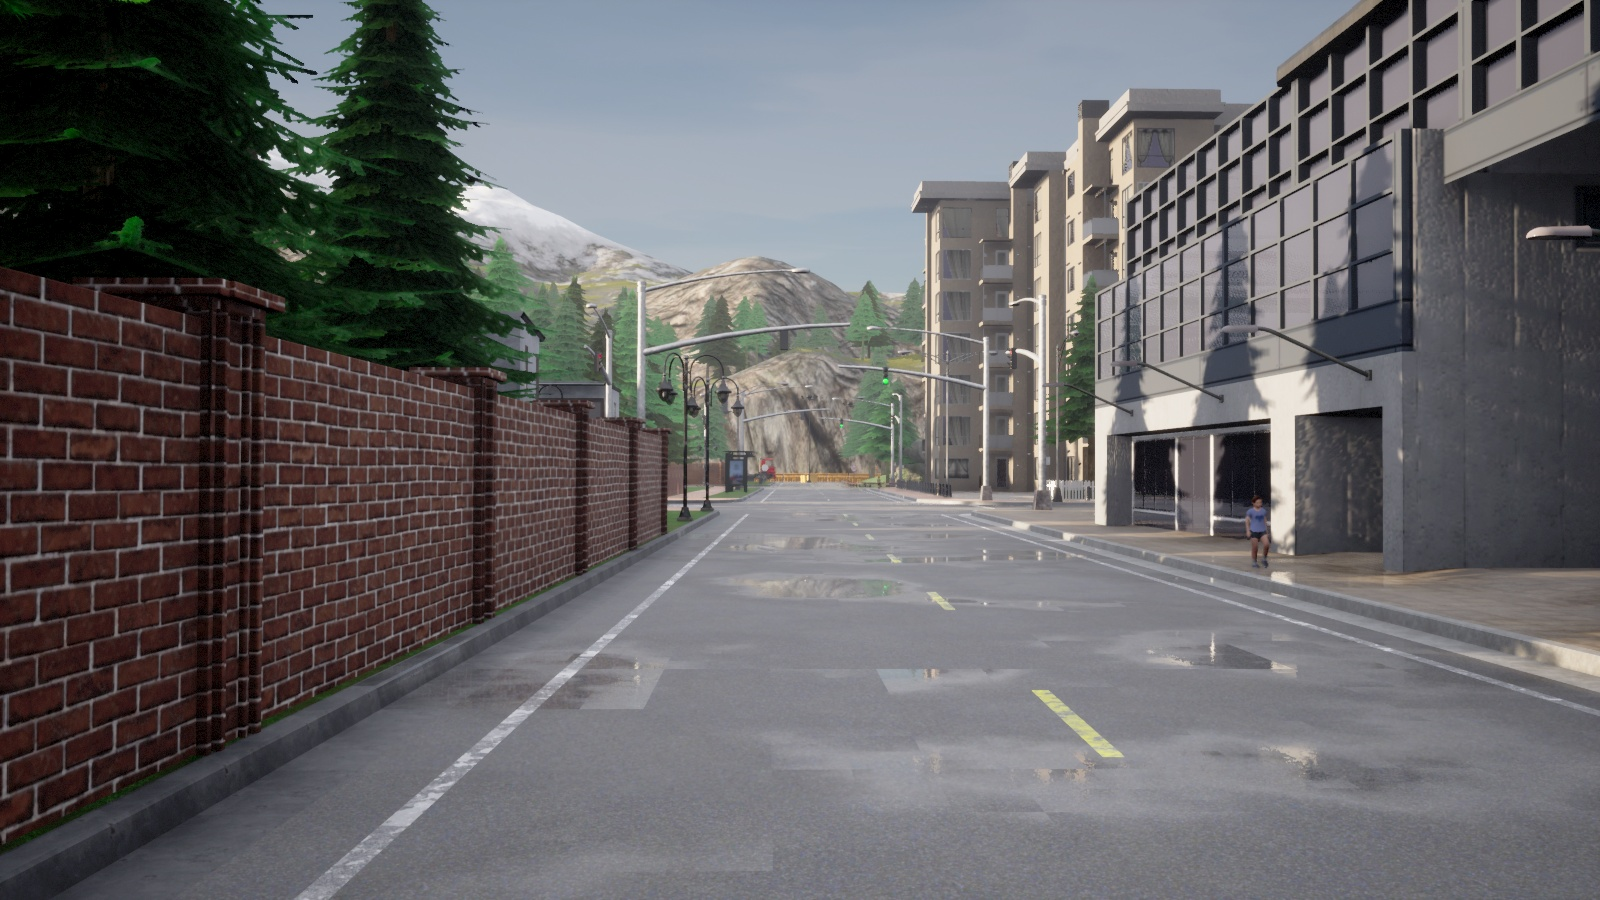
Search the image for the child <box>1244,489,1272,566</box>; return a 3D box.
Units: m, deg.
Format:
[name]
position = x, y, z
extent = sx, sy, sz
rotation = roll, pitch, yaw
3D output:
[child]
position = 6.779, 1.140, 18.592
extent = 0.255, 1.110, 0.394
rotation = 0, -1, -3
